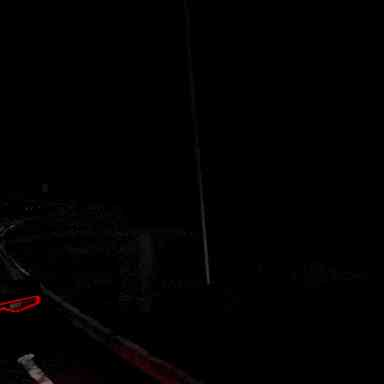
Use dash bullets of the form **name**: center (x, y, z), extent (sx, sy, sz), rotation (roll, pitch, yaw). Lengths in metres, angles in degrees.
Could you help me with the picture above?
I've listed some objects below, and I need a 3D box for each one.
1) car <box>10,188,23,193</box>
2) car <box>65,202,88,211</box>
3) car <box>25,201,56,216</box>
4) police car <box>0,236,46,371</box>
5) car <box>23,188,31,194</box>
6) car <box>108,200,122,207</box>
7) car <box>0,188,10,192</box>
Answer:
- **car**: center (-42.933, -0.075, 78.502), extent (2.185, 1.767, 4.553), rotation (-4, -3, 1)
- **car**: center (-17.897, 2.204, 51.730), extent (1.994, 1.385, 4.181), rotation (-5, -1, 11)
- **car**: center (-18.446, 1.927, 40.629), extent (2.097, 1.767, 4.553), rotation (-4, 0, 0)
- **police car**: center (-3.989, 1.475, 5.364), extent (1.930, 1.638, 5.238), rotation (-2, 1, -41)
- **car**: center (-42.868, 0.096, 84.111), extent (2.435, 2.045, 5.566), rotation (-4, -3, 1)
- **car**: center (-17.081, 2.554, 73.556), extent (1.882, 1.535, 5.008), rotation (-5, -2, 11)
- **car**: center (-43.098, -0.217, 72.869), extent (2.231, 1.521, 4.892), rotation (-5, -3, 3)
